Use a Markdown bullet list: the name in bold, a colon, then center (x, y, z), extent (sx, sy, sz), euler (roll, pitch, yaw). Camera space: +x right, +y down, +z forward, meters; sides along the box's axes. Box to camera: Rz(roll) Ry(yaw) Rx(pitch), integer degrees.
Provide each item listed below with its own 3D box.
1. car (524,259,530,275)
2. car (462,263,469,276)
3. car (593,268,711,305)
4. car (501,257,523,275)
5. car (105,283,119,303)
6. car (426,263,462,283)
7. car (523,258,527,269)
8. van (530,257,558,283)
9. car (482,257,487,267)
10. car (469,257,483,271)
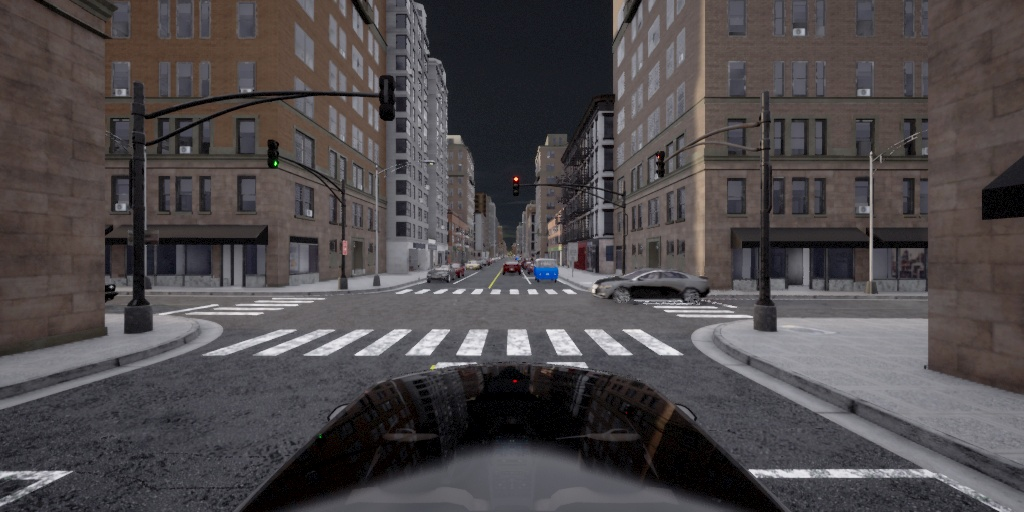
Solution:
- **car**: center (2.554, 1.330, 39.295), extent (1.802, 1.307, 4.207), euler (0, 0, 0)
- **car**: center (-5.459, 1.293, 33.587), extent (1.888, 1.381, 4.507), euler (0, 0, 0)
- **car**: center (6.052, 1.286, 15.771), extent (4.902, 1.511, 2.128), euler (0, 0, 0)
- **car**: center (-0.010, 1.225, 40.000), extent (1.882, 1.535, 5.008), euler (0, 0, 0)
- **car**: center (-17.228, 1.254, 12.730), extent (4.718, 1.301, 1.895), euler (0, 0, -2)
- **car**: center (-5.446, 1.299, 27.906), extent (2.007, 1.370, 4.403), euler (0, 0, 0)
- **car**: center (2.528, 1.326, 50.658), extent (1.802, 1.307, 4.207), euler (0, 0, 0)
- **van**: center (2.579, 1.089, 27.932), extent (1.690, 1.789, 3.998), euler (0, 0, 0)
- **car**: center (-5.509, 1.306, 56.316), extent (1.948, 1.339, 4.313), euler (0, 0, 0)
- **car**: center (-5.496, 1.269, 50.464), extent (1.751, 1.417, 4.829), euler (0, 0, 0)
